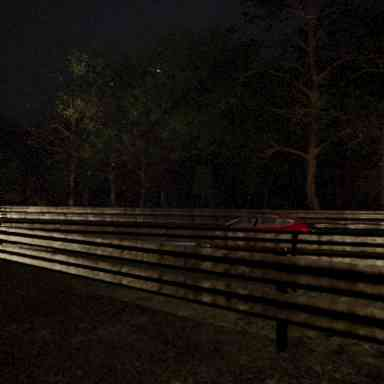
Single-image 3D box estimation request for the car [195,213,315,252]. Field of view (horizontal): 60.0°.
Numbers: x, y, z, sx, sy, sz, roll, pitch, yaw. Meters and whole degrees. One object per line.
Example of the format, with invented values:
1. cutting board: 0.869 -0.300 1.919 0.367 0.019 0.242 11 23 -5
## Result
1. car: 2.462 1.600 13.484 4.792 1.488 2.163 -1 0 23
